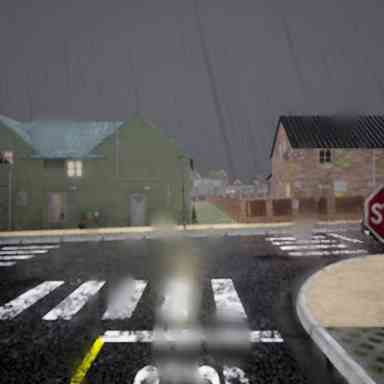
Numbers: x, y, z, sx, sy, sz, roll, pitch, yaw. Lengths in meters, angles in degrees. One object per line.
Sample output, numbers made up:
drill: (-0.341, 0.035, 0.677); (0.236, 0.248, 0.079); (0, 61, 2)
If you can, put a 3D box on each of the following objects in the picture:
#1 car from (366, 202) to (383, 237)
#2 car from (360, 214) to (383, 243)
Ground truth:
car: (10.719, 1.080, 14.314); (5.357, 1.411, 2.033); (-2, 0, -1)
car: (8.502, 1.088, 11.596); (4.902, 1.511, 2.128); (-2, -1, -1)
